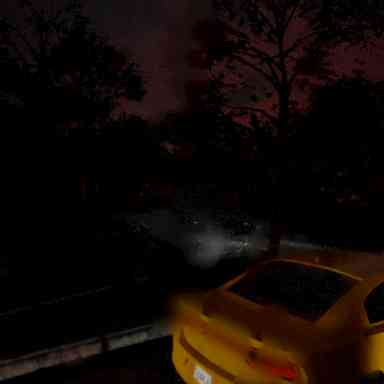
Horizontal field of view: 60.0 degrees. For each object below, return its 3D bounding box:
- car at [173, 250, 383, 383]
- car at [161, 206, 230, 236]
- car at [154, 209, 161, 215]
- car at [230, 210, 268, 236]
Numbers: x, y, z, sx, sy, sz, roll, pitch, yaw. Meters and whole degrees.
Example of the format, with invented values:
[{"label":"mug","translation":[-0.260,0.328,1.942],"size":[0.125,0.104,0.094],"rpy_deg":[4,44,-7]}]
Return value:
[{"label":"car","translation":[2.164,1.512,4.294],"size":[5.008,1.535,1.882],"rpy_deg":[1,-1,-33]},{"label":"car","translation":[0.035,1.769,20.601],"size":[2.128,1.511,4.902],"rpy_deg":[3,-2,-24]},{"label":"car","translation":[-2.475,2.559,45.497],"size":[5.357,1.411,2.033],"rpy_deg":[3,-2,-4]},{"label":"car","translation":[2.971,1.953,21.773],"size":[2.128,1.511,4.902],"rpy_deg":[3,-2,-24]}]
